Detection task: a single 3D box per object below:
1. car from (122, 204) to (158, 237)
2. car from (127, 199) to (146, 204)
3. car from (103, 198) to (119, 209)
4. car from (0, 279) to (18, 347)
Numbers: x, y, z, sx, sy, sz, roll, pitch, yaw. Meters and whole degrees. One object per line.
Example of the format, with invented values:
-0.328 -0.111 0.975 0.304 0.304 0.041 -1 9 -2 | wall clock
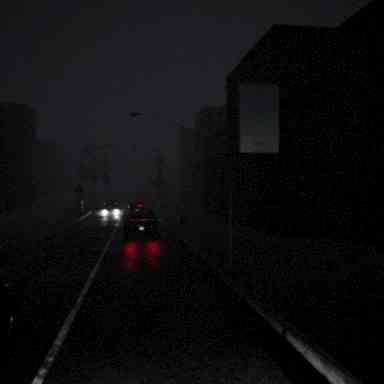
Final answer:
-3.031 1.704 19.568 2.128 1.511 4.902 -1 -1 -10 | car
-6.186 1.566 37.338 1.837 1.490 4.892 -1 2 -10 | car
-10.528 1.436 43.494 1.895 1.301 4.718 -1 3 -10 | car
-3.577 1.657 3.592 1.994 1.385 4.181 -1 -1 -8 | car
